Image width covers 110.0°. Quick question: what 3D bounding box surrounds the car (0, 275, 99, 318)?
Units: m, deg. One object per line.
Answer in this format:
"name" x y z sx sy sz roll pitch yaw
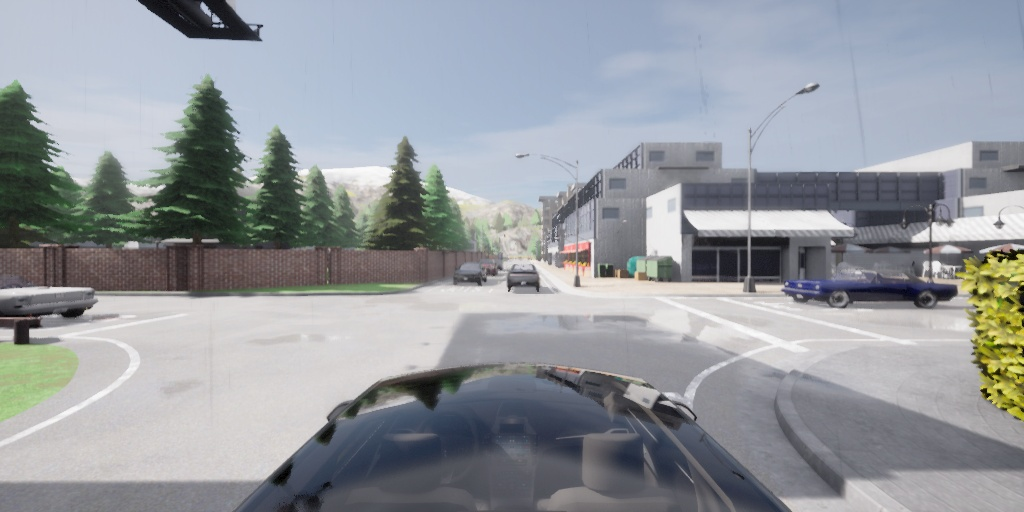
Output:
"car" -14.439 1.164 9.718 4.718 1.301 1.895 0 0 0

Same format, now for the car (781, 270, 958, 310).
"car" 12.718 1.162 13.031 4.718 1.301 1.895 0 0 2

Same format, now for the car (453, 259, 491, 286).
"car" -2.888 1.199 25.481 1.882 1.535 5.008 0 0 2

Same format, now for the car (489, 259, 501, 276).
"car" -2.564 1.062 35.541 2.097 1.767 4.553 0 0 2

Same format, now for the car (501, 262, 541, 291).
"car" 0.688 1.220 21.424 2.128 1.511 4.902 0 0 2
